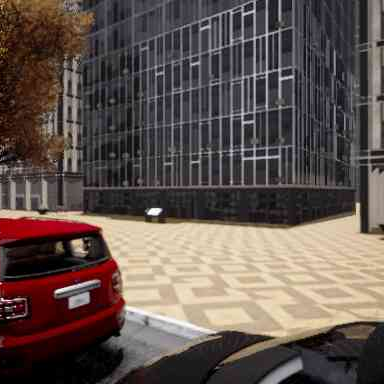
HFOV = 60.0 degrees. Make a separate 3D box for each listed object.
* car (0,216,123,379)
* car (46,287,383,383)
[{"bbox_3d":[-3.229,1.314,5.179,5.009,1.841,2.192,0,0,35],"label":"car"},{"bbox_3d":[1.268,1.566,1.973,4.313,1.339,1.947,0,0,35],"label":"car"}]
